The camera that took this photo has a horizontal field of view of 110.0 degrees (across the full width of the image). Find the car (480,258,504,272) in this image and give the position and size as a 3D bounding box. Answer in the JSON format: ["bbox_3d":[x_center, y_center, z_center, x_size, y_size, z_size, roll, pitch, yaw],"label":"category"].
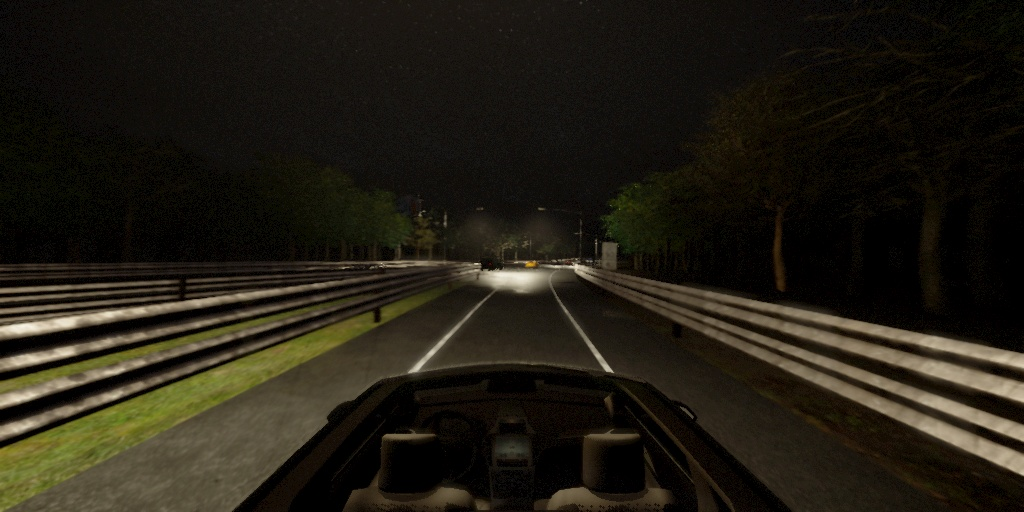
[{"bbox_3d":[-3.039,1.266,53.809,2.150,2.045,5.566,0,-1,18],"label":"car"}]

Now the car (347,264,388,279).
[{"bbox_3d":[-11.131,1.362,29.059,2.128,1.511,4.902,1,0,18],"label":"car"}]
